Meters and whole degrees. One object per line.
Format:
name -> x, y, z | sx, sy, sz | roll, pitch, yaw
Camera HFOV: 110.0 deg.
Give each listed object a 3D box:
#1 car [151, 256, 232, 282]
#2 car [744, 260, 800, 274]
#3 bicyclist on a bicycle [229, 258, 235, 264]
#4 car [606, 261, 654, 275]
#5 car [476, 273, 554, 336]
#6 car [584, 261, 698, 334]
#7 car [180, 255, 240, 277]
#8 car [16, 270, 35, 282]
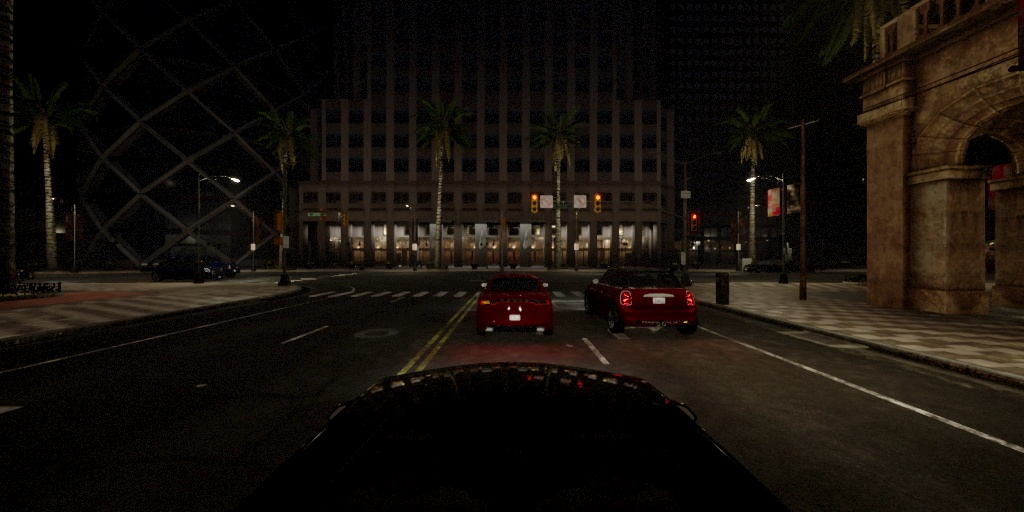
car -> -25.627, 1.102, 28.553 | 4.553, 1.767, 2.097 | 0, 0, -3
car -> 28.204, 1.240, 39.401 | 4.902, 1.511, 2.128 | 0, 0, 0
bicyclist on a bicycle -> -35.747, 1.050, 45.753 | 0.582, 1.620, 1.656 | 0, 0, -12
car -> 12.969, 1.275, 39.450 | 4.674, 1.442, 1.812 | 0, 0, 0
car -> 0.081, 1.228, 10.494 | 1.882, 1.535, 5.008 | 0, 0, 0
car -> 3.582, 1.102, 10.835 | 2.097, 1.767, 4.553 | 0, 0, 0
car -> -27.667, 0.972, 32.048 | 5.566, 2.045, 2.150 | 0, 0, -3
car -> -38.246, 1.252, 25.781 | 4.892, 1.490, 1.837 | 1, -1, -27
